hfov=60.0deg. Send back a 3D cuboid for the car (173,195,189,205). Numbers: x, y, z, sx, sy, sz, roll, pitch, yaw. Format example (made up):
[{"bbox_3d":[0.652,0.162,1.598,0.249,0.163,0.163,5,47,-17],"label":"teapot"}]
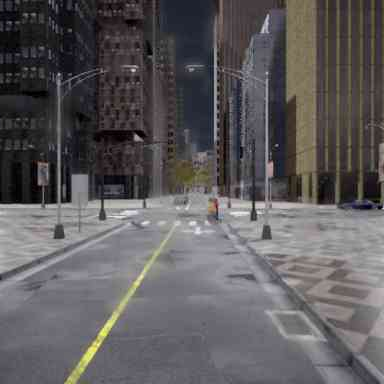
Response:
[{"bbox_3d":[-2.057,1.337,57.409,2.097,1.767,4.553,0,0,1],"label":"car"}]

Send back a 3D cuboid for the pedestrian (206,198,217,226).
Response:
[{"bbox_3d":[1.284,1.288,21.827,0.375,1.860,0.375,0,0,1],"label":"pedestrian"}]

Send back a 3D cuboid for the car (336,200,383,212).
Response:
[{"bbox_3d":[19.423,1.602,38.638,4.718,1.301,1.895,0,0,1],"label":"car"}]

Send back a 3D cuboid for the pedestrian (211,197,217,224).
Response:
[{"bbox_3d":[1.536,1.288,23.052,0.375,1.860,0.375,0,0,1],"label":"pedestrian"}]

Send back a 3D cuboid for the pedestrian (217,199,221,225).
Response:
[{"bbox_3d":[1.665,1.288,22.452,0.375,1.860,0.375,0,0,1],"label":"pedestrian"}]

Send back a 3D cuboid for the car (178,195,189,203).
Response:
[{"bbox_3d":[-1.735,1.507,72.258,2.128,1.511,4.902,0,0,1],"label":"car"}]
